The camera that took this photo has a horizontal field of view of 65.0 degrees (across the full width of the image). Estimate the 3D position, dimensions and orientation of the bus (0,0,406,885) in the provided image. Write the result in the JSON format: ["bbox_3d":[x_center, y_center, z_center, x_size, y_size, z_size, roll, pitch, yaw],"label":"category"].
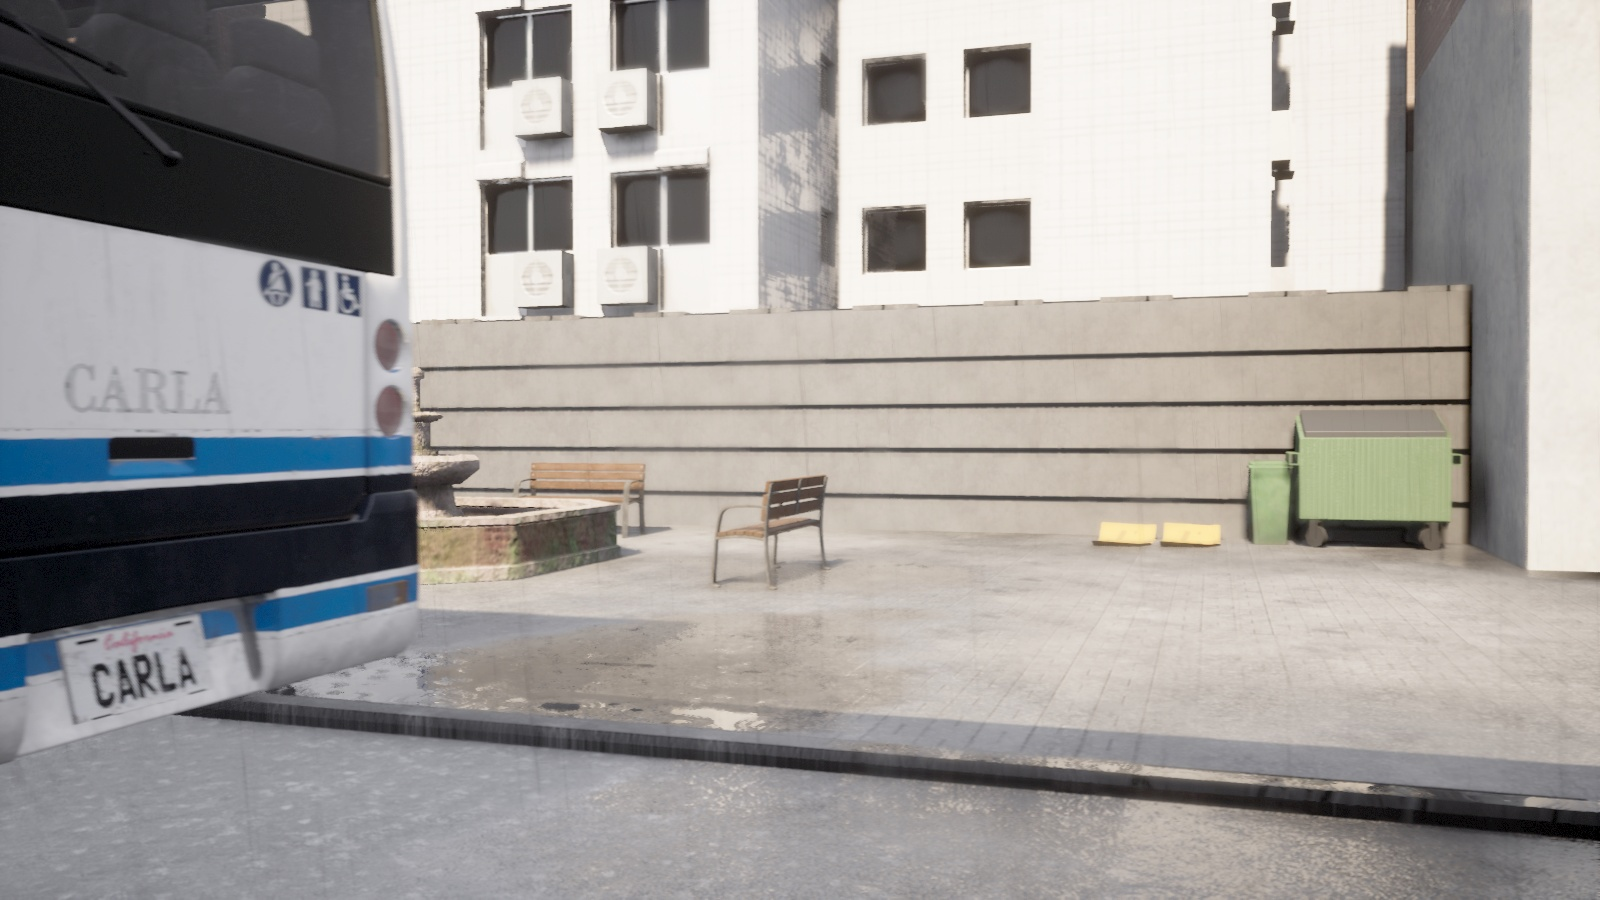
[{"bbox_3d":[-7.509,-0.697,6.150,10.273,4.253,3.944,1,1,18],"label":"bus"}]
